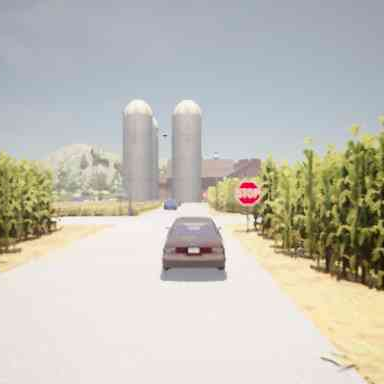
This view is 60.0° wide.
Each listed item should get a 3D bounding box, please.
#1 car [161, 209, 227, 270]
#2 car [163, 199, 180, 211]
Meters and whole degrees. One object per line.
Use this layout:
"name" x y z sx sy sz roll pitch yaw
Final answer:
"car" 0.063 1.512 10.901 2.033 1.411 5.357 0 0 0
"car" -3.173 1.896 48.465 1.882 1.535 5.008 0 -1 0
